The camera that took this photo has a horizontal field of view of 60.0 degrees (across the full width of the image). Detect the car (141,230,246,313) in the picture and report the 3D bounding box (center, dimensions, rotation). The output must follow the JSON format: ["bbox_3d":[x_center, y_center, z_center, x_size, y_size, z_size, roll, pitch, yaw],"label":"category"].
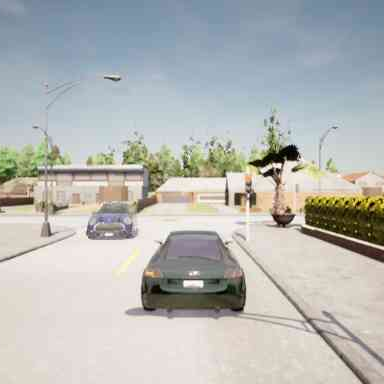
[{"bbox_3d":[0.040,1.569,7.752,1.994,1.385,4.181,0,0,0],"label":"car"}]

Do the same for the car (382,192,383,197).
[{"bbox_3d":[37.854,1.013,64.971,1.905,1.878,3.866,0,0,0],"label":"car"}]

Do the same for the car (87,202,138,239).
[{"bbox_3d":[-4.012,1.363,17.449,2.097,1.767,4.553,0,0,-6],"label":"car"}]
